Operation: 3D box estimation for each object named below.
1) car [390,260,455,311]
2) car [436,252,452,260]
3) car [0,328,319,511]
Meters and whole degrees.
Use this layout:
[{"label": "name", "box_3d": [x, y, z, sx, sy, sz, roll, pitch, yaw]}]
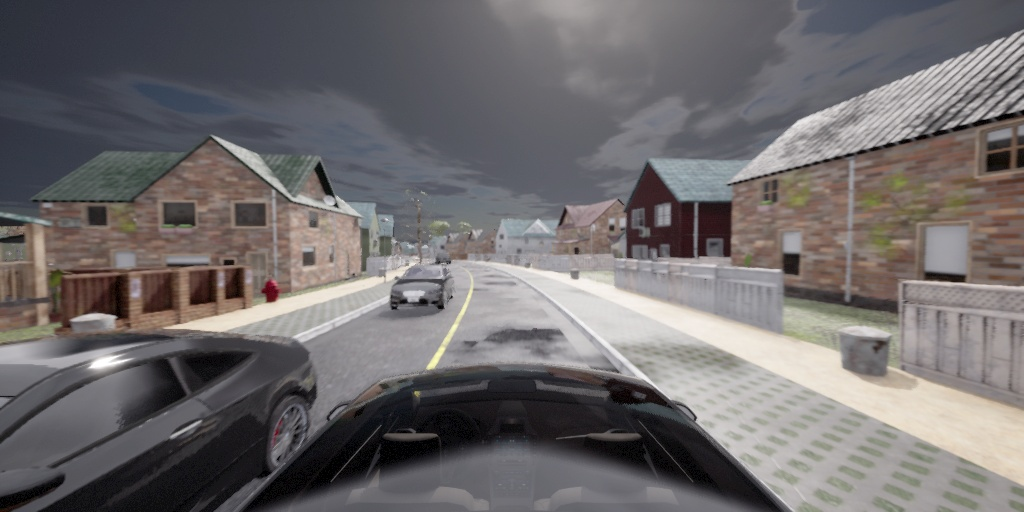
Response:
[{"label": "car", "box_3d": [-3.301, 1.100, 13.884, 2.128, 1.511, 4.902, 0, 1, -4]}, {"label": "car", "box_3d": [-11.274, 0.401, 59.083, 2.150, 2.045, 5.566, -1, 1, -16]}, {"label": "car", "box_3d": [-2.938, 1.287, 2.010, 1.812, 1.442, 4.674, 0, 1, 0]}]
